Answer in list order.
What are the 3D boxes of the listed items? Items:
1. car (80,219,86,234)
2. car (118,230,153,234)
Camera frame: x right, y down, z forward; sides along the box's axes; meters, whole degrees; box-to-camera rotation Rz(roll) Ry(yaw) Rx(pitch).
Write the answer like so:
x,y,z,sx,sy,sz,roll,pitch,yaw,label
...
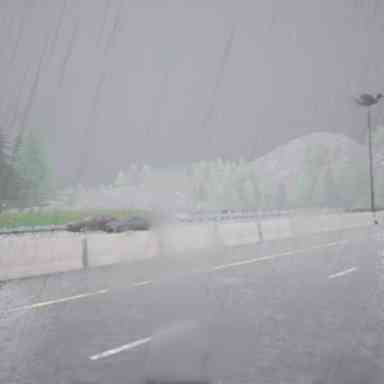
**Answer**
x,y,z,sx,sy,sz,roll,pitch,yaw,label
-8.370,2.748,29.265,5.008,1.535,1.882,0,-3,-41,car
-5.144,2.689,27.434,4.181,1.385,1.994,0,-3,-41,car
